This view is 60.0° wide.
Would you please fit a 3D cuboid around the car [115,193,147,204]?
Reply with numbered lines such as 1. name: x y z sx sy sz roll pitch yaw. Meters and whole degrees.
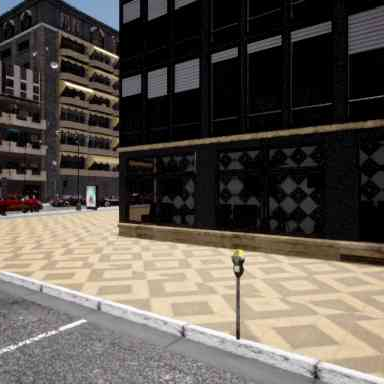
1. car: -8.863 0.854 48.492 1.812 1.442 4.674 0 1 35

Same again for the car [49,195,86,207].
1. car: -14.666 1.082 40.247 1.994 1.385 4.181 0 1 35

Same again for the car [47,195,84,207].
1. car: -16.133 1.074 42.636 1.802 1.307 4.206 1 2 35

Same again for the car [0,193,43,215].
1. car: -15.608 1.029 28.786 2.192 1.841 5.009 1 2 35

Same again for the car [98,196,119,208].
1. car: -9.237 1.072 37.874 1.947 1.339 4.313 1 2 35
